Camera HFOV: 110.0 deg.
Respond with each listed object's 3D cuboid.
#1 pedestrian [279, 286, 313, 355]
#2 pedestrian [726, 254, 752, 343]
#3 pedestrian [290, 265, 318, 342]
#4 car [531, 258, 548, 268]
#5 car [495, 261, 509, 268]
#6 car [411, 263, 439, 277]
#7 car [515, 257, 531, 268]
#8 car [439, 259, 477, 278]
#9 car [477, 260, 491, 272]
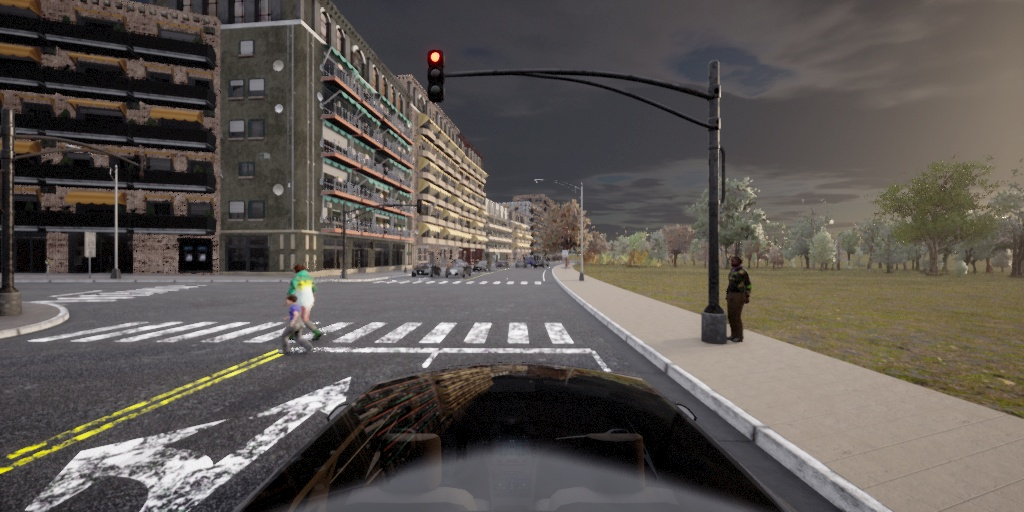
[{"bbox_3d":[-4.353,1.325,7.229,0.375,1.300,0.375,0,0,1],"label":"pedestrian"},{"bbox_3d":[4.775,0.892,7.677,0.375,1.860,0.375,0,0,1],"label":"pedestrian"},{"bbox_3d":[-4.909,1.045,8.441,0.375,1.860,0.375,0,0,1],"label":"pedestrian"},{"bbox_3d":[5.019,1.438,64.915,1.837,1.490,4.892,0,0,9],"label":"car"},{"bbox_3d":[-1.771,1.487,63.716,1.994,1.385,4.181,0,0,9],"label":"car"},{"bbox_3d":[-8.361,1.369,35.347,1.994,1.385,4.181,0,0,5],"label":"car"},{"bbox_3d":[1.739,1.423,64.968,2.128,1.511,4.902,0,0,9],"label":"car"},{"bbox_3d":[-5.131,1.296,34.976,2.128,1.511,4.902,0,0,5],"label":"car"},{"bbox_3d":[-3.929,1.356,47.426,1.837,1.490,4.892,0,0,7],"label":"car"}]
